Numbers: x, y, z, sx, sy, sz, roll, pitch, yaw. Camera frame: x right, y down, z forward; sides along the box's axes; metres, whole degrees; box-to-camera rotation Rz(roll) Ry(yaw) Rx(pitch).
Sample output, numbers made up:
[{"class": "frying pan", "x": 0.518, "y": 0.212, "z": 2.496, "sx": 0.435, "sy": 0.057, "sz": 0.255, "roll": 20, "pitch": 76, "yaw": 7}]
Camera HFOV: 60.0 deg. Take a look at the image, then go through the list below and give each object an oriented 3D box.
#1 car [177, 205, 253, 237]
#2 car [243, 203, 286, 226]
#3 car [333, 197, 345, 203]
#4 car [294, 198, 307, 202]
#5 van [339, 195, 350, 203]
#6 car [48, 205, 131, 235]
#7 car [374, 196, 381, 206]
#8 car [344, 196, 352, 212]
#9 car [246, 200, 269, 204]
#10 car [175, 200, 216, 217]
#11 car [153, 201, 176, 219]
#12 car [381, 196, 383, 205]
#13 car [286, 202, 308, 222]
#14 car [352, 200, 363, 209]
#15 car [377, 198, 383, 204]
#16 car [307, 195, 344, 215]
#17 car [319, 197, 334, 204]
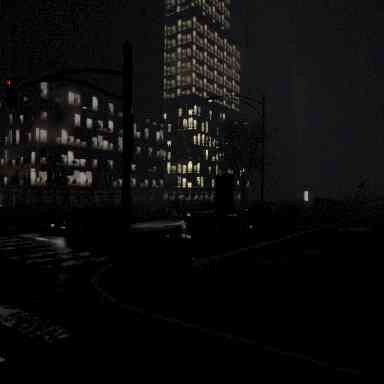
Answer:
[{"class": "car", "x": 1.448, "y": 1.696, "z": 19.106, "sx": 2.008, "sy": 1.369, "sz": 4.403, "roll": 1, "pitch": 0, "yaw": 36}, {"class": "car", "x": 4.707, "y": 1.737, "z": 23.514, "sx": 1.947, "sy": 1.339, "sz": 4.313, "roll": 1, "pitch": 0, "yaw": 36}, {"class": "car", "x": 34.685, "y": 1.862, "z": 78.391, "sx": 1.752, "sy": 1.417, "sz": 4.829, "roll": 1, "pitch": 0, "yaw": 36}, {"class": "car", "x": 18.188, "y": 1.727, "z": 56.071, "sx": 1.752, "sy": 1.417, "sz": 4.829, "roll": 1, "pitch": 0, "yaw": 36}, {"class": "van", "x": 38.087, "y": 1.707, "z": 82.991, "sx": 1.690, "sy": 1.788, "sz": 3.998, "roll": 1, "pitch": 0, "yaw": 36}, {"class": "car", "x": -5.803, "y": 1.540, "z": 19.347, "sx": 1.837, "sy": 1.490, "sz": 4.892, "roll": 1, "pitch": 0, "yaw": 38}, {"class": "car", "x": 35.028, "y": 1.941, "z": 64.756, "sx": 1.752, "sy": 1.417, "sz": 4.829, "roll": 1, "pitch": 0, "yaw": 36}, {"class": "car", "x": 18.474, "y": 1.721, "z": 42.271, "sx": 1.967, "sy": 1.590, "sz": 4.097, "roll": 1, "pitch": 0, "yaw": 36}, {"class": "car", "x": 7.201, "y": 1.628, "z": 36.820, "sx": 2.128, "sy": 1.511, "sz": 4.902, "roll": 1, "pitch": 0, "yaw": 37}, {"class": "car", "x": 1.169, "y": 1.580, "z": 28.675, "sx": 2.128, "sy": 1.511, "sz": 4.902, "roll": 1, "pitch": 0, "yaw": 37}, {"class": "car", "x": -1.609, "y": 1.481, "z": 29.500, "sx": 1.967, "sy": 1.590, "sz": 4.097, "roll": 1, "pitch": 0, "yaw": 36}, {"class": "car", "x": 41.529, "y": 1.784, "z": 73.548, "sx": 2.192, "sy": 1.841, "sz": 5.009, "roll": 1, "pitch": 0, "yaw": 36}, {"class": "car", "x": 7.963, "y": 1.779, "z": 27.922, "sx": 1.802, "sy": 1.307, "sz": 4.206, "roll": 1, "pitch": 0, "yaw": 36}, {"class": "car", "x": 25.030, "y": 1.774, "z": 51.228, "sx": 1.967, "sy": 1.590, "sz": 4.097, "roll": 1, "pitch": 0, "yaw": 36}, {"class": "car", "x": 44.825, "y": 2.047, "z": 78.012, "sx": 2.008, "sy": 1.369, "sz": 4.403, "roll": 1, "pitch": 0, "yaw": 36}, {"class": "car", "x": 15.202, "y": 1.569, "z": 37.786, "sx": 2.192, "sy": 1.841, "sz": 5.009, "roll": 1, "pitch": 0, "yaw": 36}, {"class": "car", "x": 28.187, "y": 1.849, "z": 69.599, "sx": 1.947, "sy": 1.339, "sz": 4.313, "roll": 1, "pitch": 0, "yaw": 36}]
